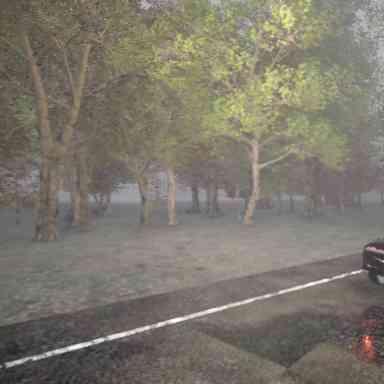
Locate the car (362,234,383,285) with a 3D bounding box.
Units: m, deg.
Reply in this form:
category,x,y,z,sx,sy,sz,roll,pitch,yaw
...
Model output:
category,x,y,z,sx,sy,sz,roll,pitch,yaw
car,6.144,1.488,8.256,4.902,1.511,2.128,0,0,-36
